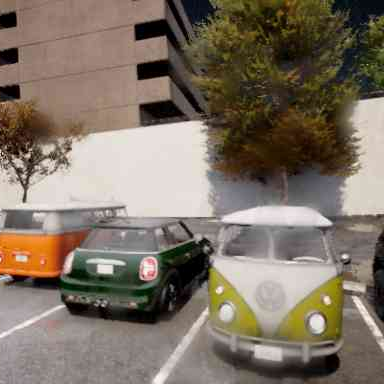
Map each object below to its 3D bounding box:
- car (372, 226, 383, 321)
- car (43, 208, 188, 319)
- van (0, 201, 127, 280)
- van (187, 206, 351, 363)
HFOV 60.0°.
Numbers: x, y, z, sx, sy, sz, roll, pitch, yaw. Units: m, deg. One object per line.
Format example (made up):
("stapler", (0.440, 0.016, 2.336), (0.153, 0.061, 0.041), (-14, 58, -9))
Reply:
("car", (3.941, 1.248, 4.193), (2.435, 2.045, 5.566), (1, -1, 17))
("car", (-0.893, 1.375, 7.761), (2.185, 1.767, 4.553), (0, -1, 16))
("van", (-3.269, 1.278, 9.687), (1.878, 1.987, 4.442), (0, -1, 16))
("van", (1.504, 1.273, 5.893), (1.878, 1.987, 4.442), (1, -1, 17))
